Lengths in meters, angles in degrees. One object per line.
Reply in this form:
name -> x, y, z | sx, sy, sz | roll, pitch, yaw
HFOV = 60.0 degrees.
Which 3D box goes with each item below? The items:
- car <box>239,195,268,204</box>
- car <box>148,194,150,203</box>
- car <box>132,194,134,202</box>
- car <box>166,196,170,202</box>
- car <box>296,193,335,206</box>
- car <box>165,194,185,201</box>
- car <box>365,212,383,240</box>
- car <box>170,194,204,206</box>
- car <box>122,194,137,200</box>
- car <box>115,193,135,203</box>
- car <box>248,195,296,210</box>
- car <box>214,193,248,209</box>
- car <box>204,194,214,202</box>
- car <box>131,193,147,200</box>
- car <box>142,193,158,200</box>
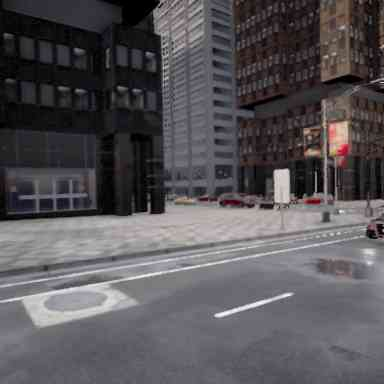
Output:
car -> 9.194, 1.079, 49.843 | 1.802, 1.307, 4.206 | -2, 1, -36
car -> -6.830, 1.252, 62.366 | 1.837, 1.490, 4.892 | -2, 1, -36
car -> -10.358, 1.414, 62.553 | 1.802, 1.307, 4.206 | -2, 1, -36
car -> -2.458, 1.186, 61.461 | 2.033, 1.411, 5.357 | -2, 1, -35
car -> 15.497, 0.899, 41.012 | 1.967, 1.590, 4.097 | -2, 1, -36
car -> -3.520, 1.106, 67.637 | 1.752, 1.417, 4.829 | -2, 1, -36
car -> 9.299, 1.324, 14.244 | 4.181, 1.385, 1.994 | -1, 1, -35
car -> -0.799, 1.294, 49.168 | 1.752, 1.417, 4.829 | -2, 1, -36
car -> -16.035, 1.217, 85.156 | 1.887, 1.381, 4.507 | -2, 1, -36
car -> -13.520, 1.169, 66.964 | 2.192, 1.841, 5.009 | -2, 1, -36
car -> 8.566, 1.277, 36.062 | 1.947, 1.339, 4.313 | -2, 1, -36
car -> 5.405, 1.045, 40.473 | 2.192, 1.841, 5.009 | -2, 1, -36
car -> 2.886, 1.082, 58.670 | 1.887, 1.381, 4.507 | -2, 1, -36
car -> -12.884, 1.088, 80.740 | 1.967, 1.590, 4.097 | -2, 1, -36
car -> -9.731, 1.065, 76.326 | 1.967, 1.590, 4.097 | -2, 1, -36
